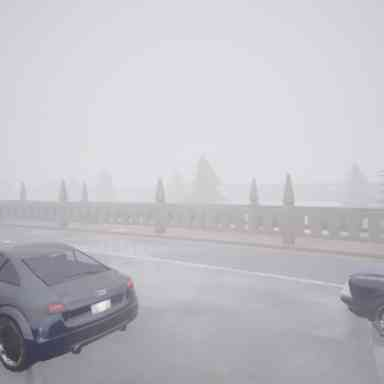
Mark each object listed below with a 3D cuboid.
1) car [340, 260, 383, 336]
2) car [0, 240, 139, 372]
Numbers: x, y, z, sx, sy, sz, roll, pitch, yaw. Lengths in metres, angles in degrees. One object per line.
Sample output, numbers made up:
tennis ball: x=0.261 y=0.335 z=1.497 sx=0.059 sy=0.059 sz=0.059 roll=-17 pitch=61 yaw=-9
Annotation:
car: x=4.759 y=1.574 z=4.758 sx=4.718 sy=1.301 sz=1.895 roll=0 pitch=0 yaw=36
car: x=-2.932 y=1.540 z=5.658 sx=4.181 sy=1.385 sz=1.994 roll=0 pitch=0 yaw=33
